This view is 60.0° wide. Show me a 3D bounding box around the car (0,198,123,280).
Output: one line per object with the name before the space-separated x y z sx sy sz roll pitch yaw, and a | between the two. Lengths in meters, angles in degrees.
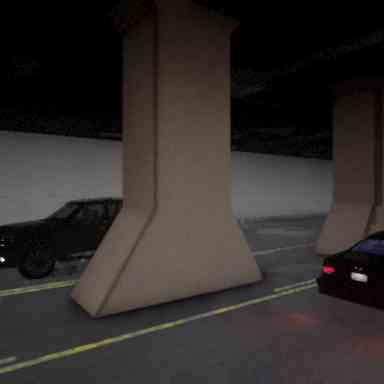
car | -3.118 1.217 10.368 5.566 2.045 2.150 0 0 -36

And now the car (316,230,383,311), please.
car | 4.962 1.535 7.296 5.357 1.411 2.033 0 0 -36
